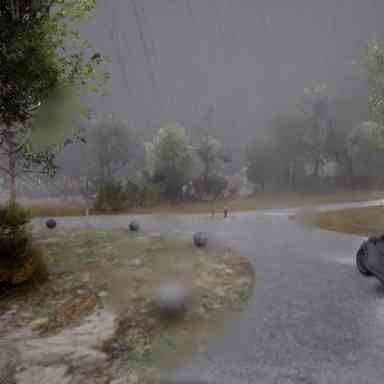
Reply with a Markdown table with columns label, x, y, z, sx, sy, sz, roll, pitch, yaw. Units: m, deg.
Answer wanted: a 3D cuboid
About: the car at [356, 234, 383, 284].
| label | x | y | z | sx | sy | sz | roll | pitch | yaw |
| --- | --- | --- | --- | --- | --- | --- | --- | --- | --- |
| car | 4.879 | 1.424 | 6.884 | 1.812 | 1.442 | 4.674 | 0 | 1 | 15 |
